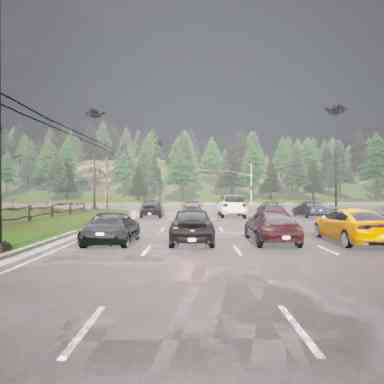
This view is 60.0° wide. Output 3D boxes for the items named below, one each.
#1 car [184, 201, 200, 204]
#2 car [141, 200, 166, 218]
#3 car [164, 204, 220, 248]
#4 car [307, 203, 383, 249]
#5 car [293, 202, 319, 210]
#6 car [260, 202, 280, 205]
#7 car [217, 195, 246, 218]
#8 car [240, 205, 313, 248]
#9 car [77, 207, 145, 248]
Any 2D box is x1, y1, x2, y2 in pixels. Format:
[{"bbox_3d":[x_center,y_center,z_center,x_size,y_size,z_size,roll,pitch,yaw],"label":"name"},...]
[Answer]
[{"bbox_3d":[0.000,1.532,29.650,1.812,1.442,4.674,0,0,0],"label":"car"},{"bbox_3d":[-3.500,1.515,29.650,1.837,1.490,4.892,0,0,0],"label":"car"},{"bbox_3d":[0.000,1.515,14.650,1.837,1.490,4.892,0,0,0],"label":"car"},{"bbox_3d":[7.000,1.484,14.650,1.882,1.535,5.008,0,0,0],"label":"car"},{"bbox_3d":[10.500,1.562,29.650,2.033,1.411,5.357,0,0,0],"label":"car"},{"bbox_3d":[7.000,1.571,29.650,1.994,1.385,4.181,0,0,0],"label":"car"},{"bbox_3d":[3.500,1.257,29.680,2.150,2.045,5.566,0,0,0],"label":"car"},{"bbox_3d":[3.500,1.532,14.650,1.812,1.442,4.674,0,0,0],"label":"car"},{"bbox_3d":[-3.500,1.571,14.650,1.994,1.385,4.181,0,0,0],"label":"car"}]
